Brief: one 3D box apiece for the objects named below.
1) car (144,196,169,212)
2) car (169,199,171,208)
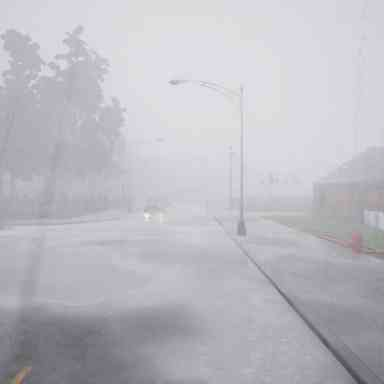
[{"bbox_3d":[-4.183,1.352,37.909,2.097,1.767,4.553,0,0,0],"label":"car"},{"bbox_3d":[-4.185,1.352,48.161,2.097,1.767,4.553,0,0,0],"label":"car"}]
